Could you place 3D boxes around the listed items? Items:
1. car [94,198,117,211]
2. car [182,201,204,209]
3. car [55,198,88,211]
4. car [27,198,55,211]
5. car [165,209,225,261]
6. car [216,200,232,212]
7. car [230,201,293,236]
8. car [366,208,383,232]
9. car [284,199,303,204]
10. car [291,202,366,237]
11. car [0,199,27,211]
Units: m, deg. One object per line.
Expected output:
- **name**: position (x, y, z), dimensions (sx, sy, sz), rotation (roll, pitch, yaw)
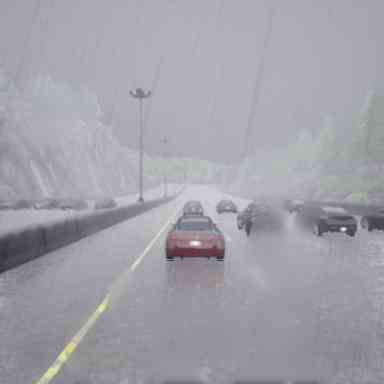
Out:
- **car**: position (-10.571, 1.478, 40.780), dimensions (1.837, 1.490, 4.892), rotation (0, 0, 0)
- **car**: position (0.108, 1.526, 29.960), dimensions (2.033, 1.411, 5.357), rotation (0, 0, 0)
- **car**: position (-14.076, 1.519, 39.884), dimensions (2.033, 1.411, 5.357), rotation (0, 0, 0)
- **car**: position (-17.570, 1.463, 40.589), dimensions (2.128, 1.511, 4.902), rotation (0, 0, 0)
- **car**: position (0.103, 1.555, 12.287), dimensions (1.994, 1.385, 4.181), rotation (0, 0, 0)
- **car**: position (3.610, 1.539, 35.376), dimensions (1.994, 1.385, 4.181), rotation (0, 0, 0)
- **car**: position (3.605, 1.479, 18.230), dimensions (2.128, 1.511, 4.902), rotation (0, 0, 0)
- **car**: position (10.604, 1.479, 17.103), dimensions (2.128, 1.511, 4.902), rotation (0, 0, 0)
- **car**: position (10.610, 1.501, 34.562), dimensions (1.812, 1.442, 4.674), rotation (0, 0, 0)
- **car**: position (7.104, 1.492, 18.020), dimensions (1.837, 1.490, 4.892), rotation (0, 0, 0)
- **car**: position (-21.072, 1.519, 39.942), dimensions (2.033, 1.411, 5.357), rotation (0, 0, 0)
